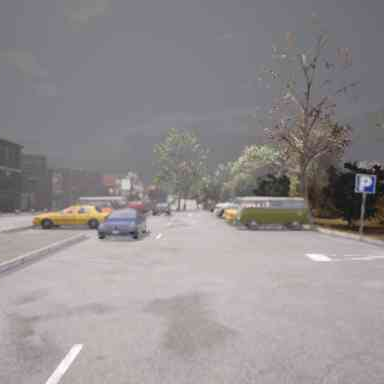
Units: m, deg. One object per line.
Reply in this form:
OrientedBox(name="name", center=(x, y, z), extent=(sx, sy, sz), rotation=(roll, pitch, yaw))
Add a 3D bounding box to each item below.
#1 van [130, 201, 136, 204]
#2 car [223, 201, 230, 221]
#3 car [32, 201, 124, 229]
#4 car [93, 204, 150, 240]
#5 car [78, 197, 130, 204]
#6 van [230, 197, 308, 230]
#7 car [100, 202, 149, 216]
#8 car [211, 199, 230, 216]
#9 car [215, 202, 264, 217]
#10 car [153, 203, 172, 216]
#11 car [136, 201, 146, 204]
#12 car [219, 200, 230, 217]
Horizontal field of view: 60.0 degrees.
OrientedBox(name="van", center=(-7.190, 1.436, 27.536), extent=(4.442, 1.987, 1.878), rotation=(0, -1, 0))
OrientedBox(name="car", center=(5.165, 1.598, 23.781), extent=(5.366, 1.575, 1.946), rotation=(0, -1, 0))
OrientedBox(name="car", center=(-7.463, 1.562, 21.576), extent=(5.366, 1.575, 1.946), rotation=(0, -1, 0))
OrientedBox(name="car", center=(-3.429, 1.559, 17.203), extent=(1.812, 1.442, 4.674), rotation=(0, 0, 0))
OrientedBox(name="car", center=(-7.261, 1.481, 24.497), extent=(4.553, 1.767, 2.185), rotation=(0, -1, 0))
OrientedBox(name="van", center=(4.876, 1.335, 20.989), extent=(4.442, 1.987, 1.878), rotation=(0, -1, 0))
OrientedBox(name="car", center=(-7.365, 1.873, 36.636), extent=(5.008, 1.535, 2.097), rotation=(0, -2, -1))
OrientedBox(name="car", center=(4.912, 1.509, 32.162), extent=(5.566, 2.045, 2.435), rotation=(0, -2, -1))
OrientedBox(name="car", center=(4.908, 1.833, 34.948), extent=(4.892, 1.521, 2.231), rotation=(0, -2, -1))
OrientedBox(name="car", center=(-3.471, 1.992, 39.141), extent=(1.812, 1.442, 4.674), rotation=(0, -2, 0))
OrientedBox(name="car", center=(-7.314, 1.543, 33.727), extent=(5.566, 2.045, 2.435), rotation=(0, -1, 0))
OrientedBox(name="car", center=(5.153, 1.642, 26.442), extent=(5.366, 1.575, 1.946), rotation=(0, -1, 0))
